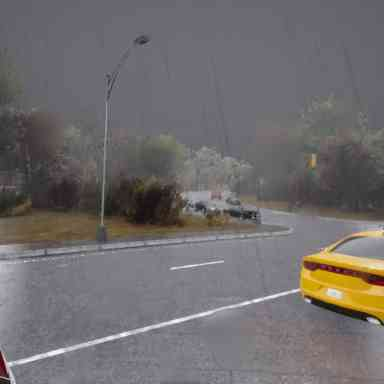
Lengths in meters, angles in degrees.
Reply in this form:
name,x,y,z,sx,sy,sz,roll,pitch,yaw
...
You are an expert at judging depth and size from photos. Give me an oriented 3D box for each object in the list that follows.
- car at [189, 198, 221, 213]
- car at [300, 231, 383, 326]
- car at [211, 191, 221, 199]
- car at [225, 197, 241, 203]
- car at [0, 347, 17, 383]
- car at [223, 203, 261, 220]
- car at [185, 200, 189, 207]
name,x,y,z,sx,sy,sz,roll,pitch,yaw
car,1.773,1.926,43.099,2.128,1.511,4.902,2,0,-19
car,4.352,1.542,6.855,5.008,1.535,1.882,1,-1,-35
car,5.737,0.741,78.963,2.150,2.045,5.566,2,2,-1
car,7.691,1.755,62.572,1.837,1.490,4.892,2,2,-11
car,-3.240,1.353,1.440,4.553,1.767,2.097,0,0,-35
car,5.105,2.147,34.294,1.895,1.301,4.718,3,-1,-22
car,-1.046,1.726,52.688,1.994,1.385,4.181,2,1,-14
